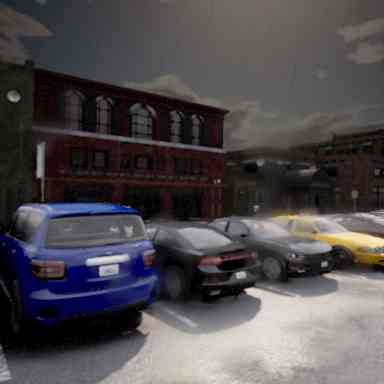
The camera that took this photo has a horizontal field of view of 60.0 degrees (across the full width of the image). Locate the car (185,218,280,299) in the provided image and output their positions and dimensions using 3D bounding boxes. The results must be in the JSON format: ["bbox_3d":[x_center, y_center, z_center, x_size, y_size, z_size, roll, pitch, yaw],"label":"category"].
[{"bbox_3d":[-0.449,1.509,8.658,2.097,1.535,5.008,0,0,-36],"label":"car"}]

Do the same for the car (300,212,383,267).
[{"bbox_3d":[4.256,1.542,11.794,1.946,1.575,5.366,0,0,-36],"label":"car"}]

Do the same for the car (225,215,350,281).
[{"bbox_3d":[1.845,1.527,10.307,2.097,1.535,5.008,0,0,-35],"label":"car"}]

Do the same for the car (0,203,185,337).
[{"bbox_3d":[-2.768,1.240,7.045,2.435,2.045,5.566,0,0,-35],"label":"car"}]

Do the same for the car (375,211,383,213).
[{"bbox_3d":[6.450,1.603,13.584,2.002,1.452,4.674,0,0,-36],"label":"car"}]
